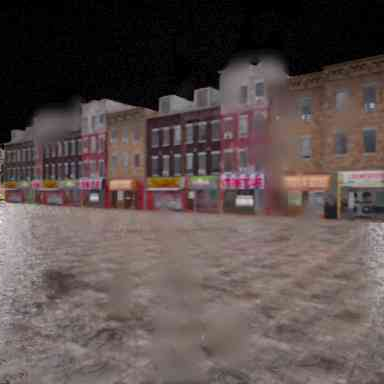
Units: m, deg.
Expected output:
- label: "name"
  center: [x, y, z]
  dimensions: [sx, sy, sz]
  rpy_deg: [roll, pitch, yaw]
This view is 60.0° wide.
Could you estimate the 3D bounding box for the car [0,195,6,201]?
- label: "car"
  center: [-38.330, 1.129, 65.815]
  dimensions: [1.752, 1.417, 4.829]
  rpy_deg: [1, 1, 35]
